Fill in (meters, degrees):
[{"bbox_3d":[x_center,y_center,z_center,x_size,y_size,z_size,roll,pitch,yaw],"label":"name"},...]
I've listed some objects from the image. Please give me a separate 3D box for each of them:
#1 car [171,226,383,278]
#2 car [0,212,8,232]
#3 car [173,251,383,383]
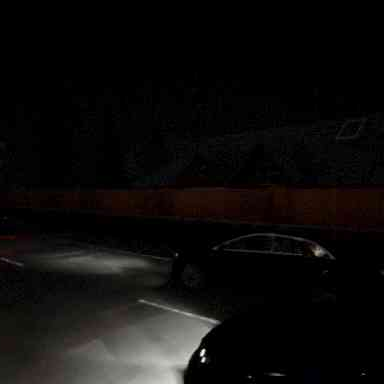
[{"bbox_3d":[1.735,1.504,7.200,4.902,1.511,2.128,0,0,37],"label":"car"},{"bbox_3d":[-12.064,1.536,19.024,4.674,1.442,1.812,0,0,44],"label":"car"},{"bbox_3d":[1.975,1.571,2.695,4.181,1.385,1.994,0,0,36],"label":"car"}]
